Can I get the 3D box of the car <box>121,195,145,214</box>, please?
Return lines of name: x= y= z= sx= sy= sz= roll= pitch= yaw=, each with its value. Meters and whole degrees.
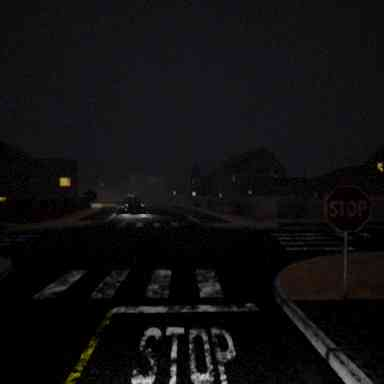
car: x=-6.010 y=1.316 z=34.750 sx=2.097 sy=1.767 sz=4.553 roll=0 pitch=0 yaw=-10
